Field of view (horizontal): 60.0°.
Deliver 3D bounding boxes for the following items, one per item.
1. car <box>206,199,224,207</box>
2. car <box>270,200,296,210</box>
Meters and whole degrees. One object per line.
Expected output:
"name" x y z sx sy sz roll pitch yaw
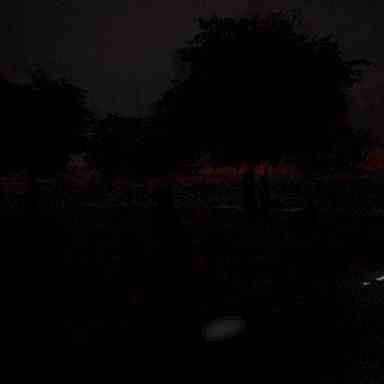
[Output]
"car" 4.365 2.128 65.424 1.812 1.442 4.674 -3 0 -28
"car" 13.018 1.877 50.087 2.033 1.411 5.357 -3 1 -31
